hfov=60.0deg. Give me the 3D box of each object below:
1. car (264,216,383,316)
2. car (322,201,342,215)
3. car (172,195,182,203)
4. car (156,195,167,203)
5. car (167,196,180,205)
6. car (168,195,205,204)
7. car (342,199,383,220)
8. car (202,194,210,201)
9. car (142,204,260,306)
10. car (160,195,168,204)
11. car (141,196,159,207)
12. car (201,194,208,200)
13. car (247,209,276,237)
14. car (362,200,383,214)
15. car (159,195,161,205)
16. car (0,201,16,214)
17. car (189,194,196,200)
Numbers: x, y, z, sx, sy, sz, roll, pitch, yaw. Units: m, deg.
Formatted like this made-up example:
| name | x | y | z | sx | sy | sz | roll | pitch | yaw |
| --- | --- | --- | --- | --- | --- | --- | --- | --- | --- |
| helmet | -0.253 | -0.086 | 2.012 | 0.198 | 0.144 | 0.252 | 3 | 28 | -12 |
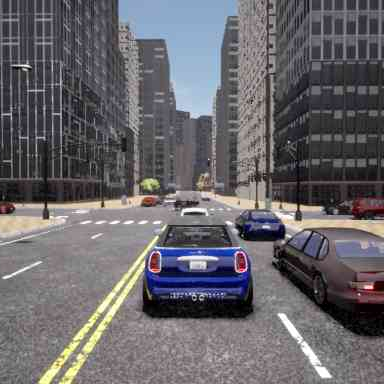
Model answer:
| name | x | y | z | sx | sy | sz | roll | pitch | yaw |
| --- | --- | --- | --- | --- | --- | --- | --- | --- | --- |
| car | 3.362 | 1.544 | 7.817 | 2.033 | 1.411 | 5.357 | 0 | 0 | 0 |
| car | 16.065 | 1.614 | 34.604 | 4.892 | 1.490 | 1.837 | 0 | 1 | 0 |
| car | -3.139 | 1.418 | 69.709 | 1.882 | 1.535 | 5.008 | 0 | 0 | 0 |
| car | -6.388 | 1.417 | 70.348 | 1.882 | 1.535 | 5.008 | 0 | 0 | 0 |
| car | -3.231 | 1.501 | 59.493 | 2.033 | 1.411 | 5.357 | 0 | 0 | 0 |
| car | -0.575 | 1.416 | 40.646 | 2.128 | 1.511 | 4.902 | 1 | -1 | 22 |
| car | 16.247 | 1.519 | 28.807 | 5.009 | 1.841 | 2.192 | 1 | 0 | 1 |
| car | 3.379 | 1.514 | 80.062 | 1.895 | 1.301 | 4.718 | 0 | 0 | 0 |
| car | 0.113 | 1.348 | 8.158 | 2.097 | 1.767 | 4.553 | 0 | 0 | 0 |
| car | -3.262 | 1.490 | 49.802 | 1.812 | 1.442 | 4.674 | 0 | 0 | 0 |
| car | -6.510 | 1.442 | 50.051 | 1.882 | 1.535 | 5.008 | 0 | 0 | 0 |
| car | 3.395 | 1.267 | 90.034 | 1.812 | 1.442 | 4.674 | 0 | 0 | 0 |
| car | 3.376 | 1.555 | 17.057 | 1.994 | 1.385 | 4.181 | 0 | 0 | 0 |
| car | 21.869 | 1.643 | 37.084 | 4.829 | 1.417 | 1.752 | 1 | 0 | 1 |
| car | -6.480 | 1.500 | 59.978 | 2.033 | 1.411 | 5.357 | 0 | 0 | 0 |
| car | -19.341 | 1.408 | 32.038 | 4.181 | 1.385 | 1.994 | 1 | 1 | 1 |
| car | 0.145 | 1.266 | 90.040 | 1.812 | 1.442 | 4.674 | 0 | 0 | 0 |
